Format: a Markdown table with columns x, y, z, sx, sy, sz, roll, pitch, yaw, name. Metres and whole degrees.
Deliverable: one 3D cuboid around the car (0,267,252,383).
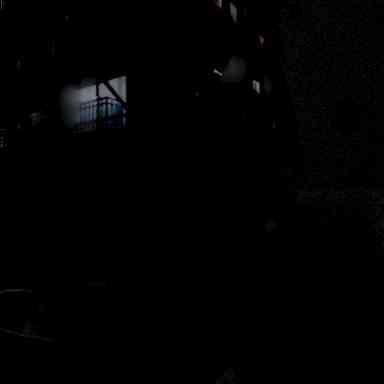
| x | y | z | sx | sy | sz | roll | pitch | yaw | name |
| --- | --- | --- | --- | --- | --- | --- | --- | --- | --- |
| -1.424 | 1.588 | 3.889 | 4.313 | 1.339 | 1.947 | 0 | 0 | 35 | car |
